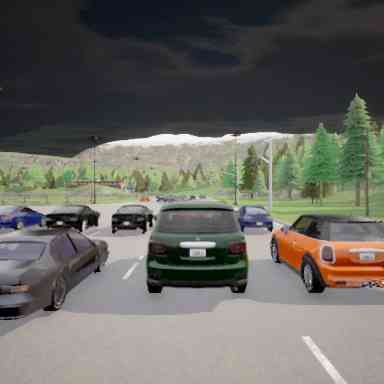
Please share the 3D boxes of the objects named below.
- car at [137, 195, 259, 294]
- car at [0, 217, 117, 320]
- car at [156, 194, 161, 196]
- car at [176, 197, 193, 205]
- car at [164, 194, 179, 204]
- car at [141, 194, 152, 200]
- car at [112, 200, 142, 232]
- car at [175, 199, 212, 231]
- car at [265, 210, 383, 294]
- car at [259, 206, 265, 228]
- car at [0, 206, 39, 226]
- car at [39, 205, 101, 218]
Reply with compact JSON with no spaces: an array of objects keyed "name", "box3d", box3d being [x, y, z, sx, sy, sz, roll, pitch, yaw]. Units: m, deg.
[{"name":"car","box3d":[0.106,1.223,8.937,2.150,2.045,5.566,0,0,0]},{"name":"car","box3d":[-3.402,1.548,7.630,2.033,1.411,5.357,0,0,0]},{"name":"car","box3d":[-6.962,1.524,76.869,1.812,1.442,4.674,0,0,0]},{"name":"car","box3d":[-1.245,1.601,59.540,1.895,1.301,4.718,0,0,15]},{"name":"car","box3d":[-3.967,1.352,65.064,2.097,1.767,4.553,0,0,6]},{"name":"car","box3d":[-10.469,1.355,76.339,2.097,1.767,4.553,0,0,0]},{"name":"car","box3d":[-3.391,1.478,19.727,1.882,1.535,5.008,0,0,0]},{"name":"car","box3d":[0.112,1.351,21.190,2.097,1.767,4.553,0,0,0]},{"name":"car","box3d":[3.601,1.351,8.959,2.097,1.767,4.553,0,0,0]},{"name":"car","box3d":[3.609,1.526,20.076,1.812,1.442,4.674,0,0,0]},{"name":"car","box3d":[-10.389,1.526,19.713,1.812,1.442,4.674,0,0,0]},{"name":"car","box3d":[-6.889,1.478,19.793,1.882,1.535,5.008,0,0,0]}]
